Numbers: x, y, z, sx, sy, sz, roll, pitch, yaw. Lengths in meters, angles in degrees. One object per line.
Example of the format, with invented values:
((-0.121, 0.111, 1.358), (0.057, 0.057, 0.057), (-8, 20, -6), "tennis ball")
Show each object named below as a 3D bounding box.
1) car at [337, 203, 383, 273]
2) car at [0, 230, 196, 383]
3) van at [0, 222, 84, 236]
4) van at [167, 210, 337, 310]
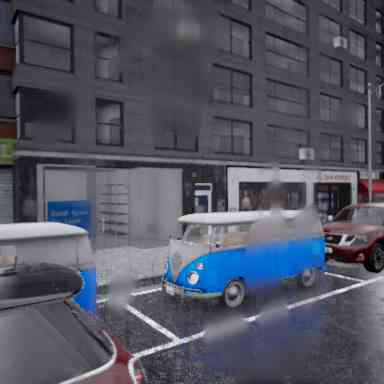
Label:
((5.829, 1.294, 10.740), (5.009, 1.841, 2.192), (0, -1, -36), "car")
((-2.454, 1.354, 1.624), (4.553, 1.767, 2.097), (0, 0, -36), "car")
((-3.248, 1.341, 4.228), (3.998, 1.788, 1.690), (0, -1, -36), "van")
((1.291, 1.331, 7.484), (3.998, 1.788, 1.690), (0, -1, -36), "van")
